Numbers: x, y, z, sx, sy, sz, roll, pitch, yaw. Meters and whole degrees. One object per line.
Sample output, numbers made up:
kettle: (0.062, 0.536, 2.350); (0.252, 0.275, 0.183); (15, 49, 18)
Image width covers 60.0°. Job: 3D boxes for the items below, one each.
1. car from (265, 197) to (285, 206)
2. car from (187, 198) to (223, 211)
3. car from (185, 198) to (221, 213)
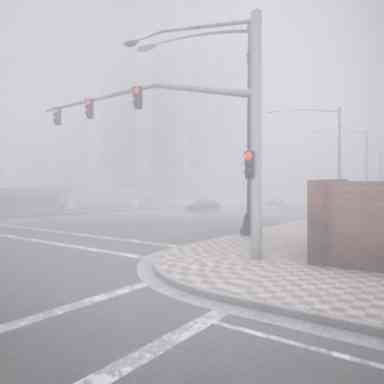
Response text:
car: (13.292, 1.562, 53.041); (1.994, 1.385, 4.181); (0, 0, 36)
car: (1.716, 1.539, 43.111); (2.033, 1.411, 5.357); (0, 0, 36)
car: (1.198, 1.470, 36.407); (1.882, 1.535, 5.008); (0, 0, 36)
